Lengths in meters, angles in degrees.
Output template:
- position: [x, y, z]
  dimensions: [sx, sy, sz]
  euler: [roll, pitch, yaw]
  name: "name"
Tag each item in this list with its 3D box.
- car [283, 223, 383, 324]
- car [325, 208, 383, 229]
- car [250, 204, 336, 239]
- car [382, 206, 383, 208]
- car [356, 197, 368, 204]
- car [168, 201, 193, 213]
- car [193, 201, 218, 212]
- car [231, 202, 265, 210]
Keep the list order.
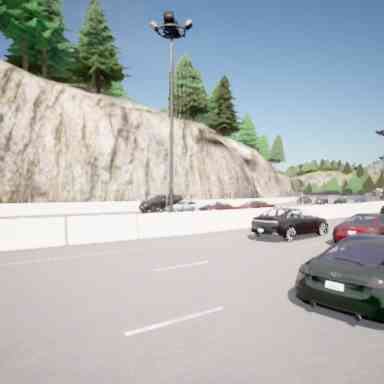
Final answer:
- position: [4.046, 1.591, 6.971]
  dimensions: [4.181, 1.385, 1.994]
  euler: [0, 0, -38]
  name: "car"
- position: [8.004, 1.618, 14.717]
  dimensions: [4.181, 1.385, 1.994]
  euler: [0, 0, -40]
  name: "car"
- position: [5.003, 1.549, 16.752]
  dimensions: [4.902, 1.511, 2.128]
  euler: [0, 0, -40]
  name: "car"
- position: [17.502, 1.609, 28.283]
  dimensions: [1.837, 1.490, 4.892]
  euler: [0, 0, 45]
  name: "car"
- position: [32.299, 1.739, 63.345]
  dimensions: [1.812, 1.442, 4.674]
  euler: [0, 0, 33]
  name: "car"
- position: [-0.648, 1.634, 35.325]
  dimensions: [4.674, 1.442, 1.812]
  euler: [0, 0, -43]
  name: "car"
- position: [2.516, 1.669, 33.495]
  dimensions: [4.181, 1.385, 1.994]
  euler: [0, 0, -43]
  name: "car"
- position: [5.940, 1.582, 31.902]
  dimensions: [5.008, 1.535, 1.882]
  euler: [0, 0, -44]
  name: "car"
